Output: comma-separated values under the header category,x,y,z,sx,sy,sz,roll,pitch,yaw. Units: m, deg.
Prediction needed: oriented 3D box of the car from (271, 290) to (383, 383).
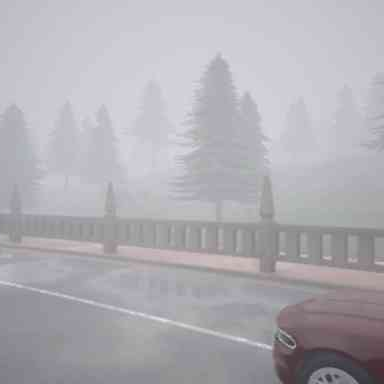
category,x,y,z,sx,sy,sz,roll,pitch,yaw
car,3.227,1.549,3.007,5.008,1.535,1.882,-1,-2,36
